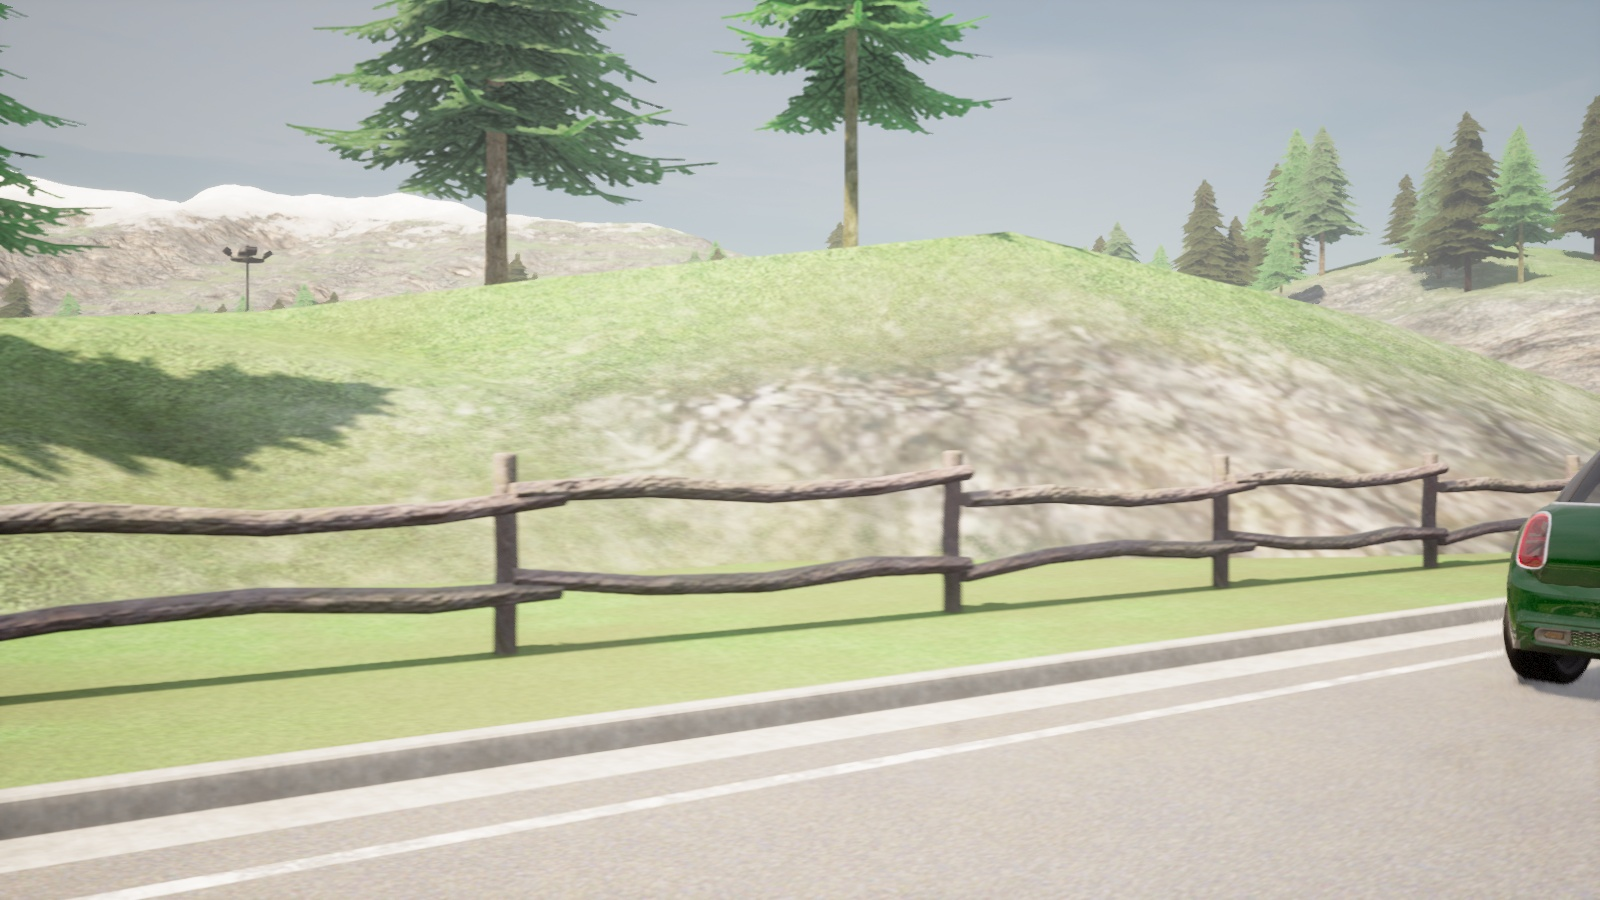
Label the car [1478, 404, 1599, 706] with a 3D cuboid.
[{"bbox_3d":[6.740,0.614,8.351,4.553,1.767,2.097,0,0,-35],"label":"car"}]
